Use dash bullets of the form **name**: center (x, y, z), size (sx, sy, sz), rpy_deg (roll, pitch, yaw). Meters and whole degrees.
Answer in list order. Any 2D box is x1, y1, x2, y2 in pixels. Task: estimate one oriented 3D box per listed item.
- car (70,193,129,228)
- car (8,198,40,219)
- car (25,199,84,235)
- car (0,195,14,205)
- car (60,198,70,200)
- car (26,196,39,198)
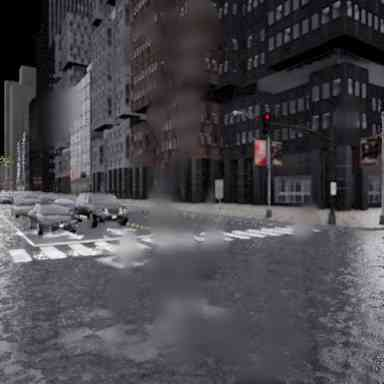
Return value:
- **car**: center (-5.997, 1.080, 21.602), size (2.150, 2.045, 5.566), rpy_deg (0, 1, -33)
- **car**: center (-13.661, 1.393, 27.378), size (1.895, 1.301, 4.718), rpy_deg (0, 1, -33)
- **car**: center (-7.659, 1.383, 18.198), size (1.837, 1.490, 4.892), rpy_deg (0, 1, -33)
- **car**: center (-25.746, 1.169, 45.999), size (1.994, 1.385, 4.181), rpy_deg (0, 0, -33)
- **car**: center (-11.387, 1.307, 29.842), size (1.812, 1.442, 4.674), rpy_deg (0, 1, -33)
- **car**: center (-22.503, 1.209, 46.964), size (1.895, 1.301, 4.718), rpy_deg (0, 1, -33)
